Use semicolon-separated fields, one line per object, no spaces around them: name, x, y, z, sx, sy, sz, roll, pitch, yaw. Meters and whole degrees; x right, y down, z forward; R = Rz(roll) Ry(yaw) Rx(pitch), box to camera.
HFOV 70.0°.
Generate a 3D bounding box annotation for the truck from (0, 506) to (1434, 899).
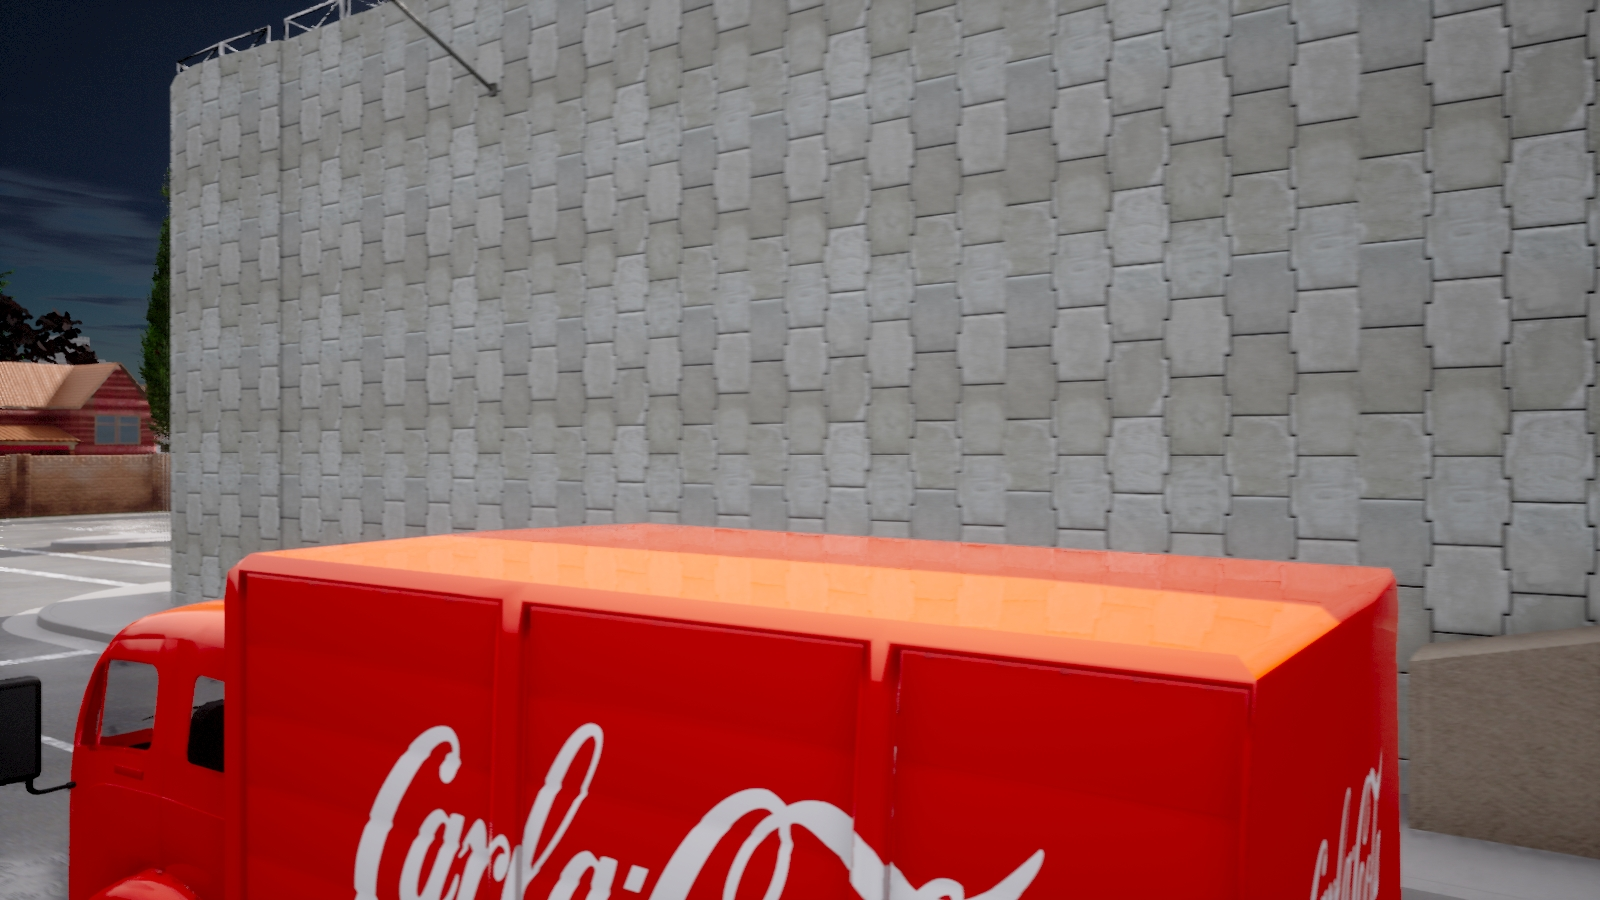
truck;-0.729;1.566;4.297;5.204;2.467;2.627;0;0;35
